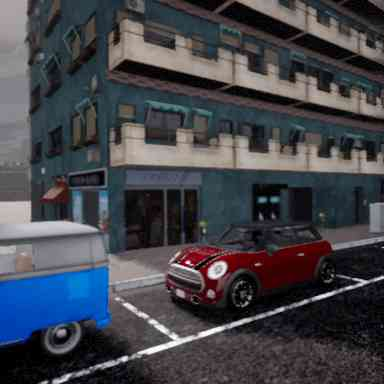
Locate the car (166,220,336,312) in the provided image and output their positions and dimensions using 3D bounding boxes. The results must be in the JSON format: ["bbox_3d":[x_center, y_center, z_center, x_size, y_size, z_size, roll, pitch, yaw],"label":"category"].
[{"bbox_3d":[1.402,1.419,7.570,4.097,1.590,1.967,0,0,-35],"label":"car"}]

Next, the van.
[{"bbox_3d":[-3.096,1.342,4.364,3.998,1.788,1.690,0,0,-35],"label":"van"}]
